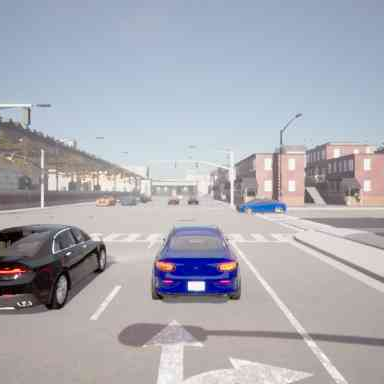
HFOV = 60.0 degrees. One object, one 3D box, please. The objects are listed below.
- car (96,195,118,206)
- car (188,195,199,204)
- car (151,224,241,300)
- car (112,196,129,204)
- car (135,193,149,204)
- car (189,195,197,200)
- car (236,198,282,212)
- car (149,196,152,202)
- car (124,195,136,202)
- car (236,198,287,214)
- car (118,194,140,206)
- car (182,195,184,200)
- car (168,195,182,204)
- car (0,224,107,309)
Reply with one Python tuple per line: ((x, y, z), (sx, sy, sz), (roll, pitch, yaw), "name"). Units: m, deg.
((-13.956, 1.352, 53.684), (2.097, 1.767, 4.553), (0, 0, 0), "car")
((0.238, 1.601, 60.870), (1.895, 1.301, 4.718), (0, 0, 0), "car")
((0.096, 1.526, 8.286), (1.812, 1.442, 4.674), (0, 0, 0), "car")
((-13.885, 1.489, 64.573), (2.128, 1.511, 4.902), (0, 0, 1), "car")
((-10.379, 1.219, 65.529), (2.150, 2.045, 5.566), (0, 0, 1), "car")
((0.208, 1.540, 91.697), (2.033, 1.411, 5.357), (0, 0, 0), "car")
((7.673, 1.477, 38.554), (5.008, 1.535, 1.882), (0, 0, 7), "car")
((-10.329, 1.552, 75.530), (1.994, 1.385, 4.181), (0, 0, 0), "car")
((-13.830, 1.524, 74.950), (1.812, 1.442, 4.674), (0, 0, 0), "car")
((7.199, 1.477, 34.342), (5.008, 1.535, 1.882), (0, 0, -4), "car")
((-10.450, 1.547, 55.389), (2.033, 1.411, 5.357), (0, 0, 0), "car")
((-3.291, 1.524, 92.199), (1.812, 1.442, 4.674), (0, 0, 0), "car")
((-3.260, 1.601, 60.880), (1.895, 1.301, 4.718), (0, 0, 0), "car")
((-3.411, 1.505, 7.831), (1.837, 1.490, 4.892), (0, 0, 0), "car")
